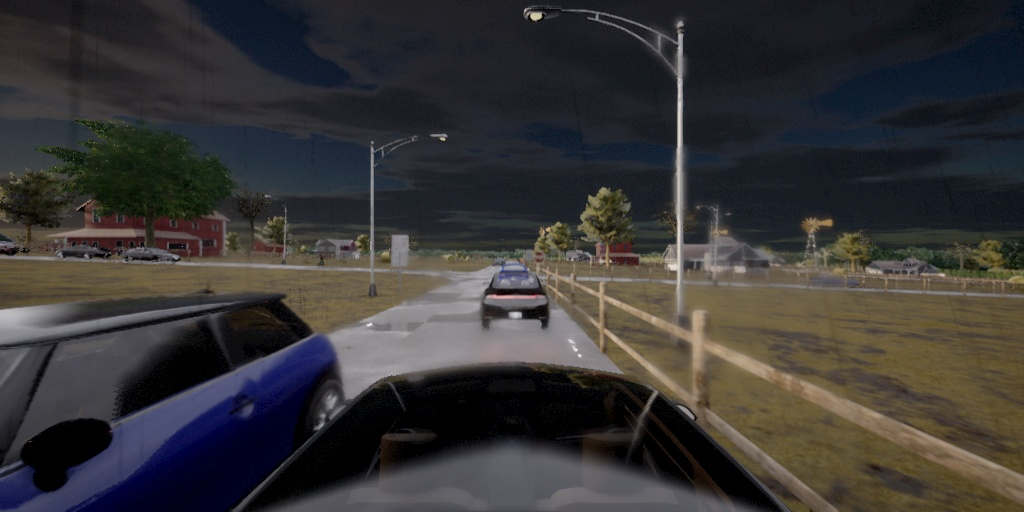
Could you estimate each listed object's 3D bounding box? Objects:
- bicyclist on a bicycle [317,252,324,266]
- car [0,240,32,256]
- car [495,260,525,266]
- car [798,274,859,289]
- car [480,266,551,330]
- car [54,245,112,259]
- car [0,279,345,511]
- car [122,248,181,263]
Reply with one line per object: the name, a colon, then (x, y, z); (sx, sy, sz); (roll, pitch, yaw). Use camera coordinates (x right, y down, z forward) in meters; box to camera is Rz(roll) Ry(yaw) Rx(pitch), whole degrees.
bicyclist on a bicycle: (-22.536, 0.404, 42.209); (0.582, 1.620, 1.656); (2, 0, 0)
car: (-51.743, -0.942, 36.348); (4.181, 1.385, 1.994); (2, 0, 0)
car: (0.150, 1.220, 23.427); (1.882, 1.535, 5.008); (0, 0, 1)
car: (34.509, 2.723, 39.115); (5.357, 1.411, 2.033); (2, 0, 0)
car: (0.101, 1.231, 11.131); (2.128, 1.511, 4.902); (0, 0, 0)
car: (-46.727, -0.429, 39.140); (4.892, 1.490, 1.837); (2, 0, 1)
car: (-2.850, 1.101, 1.953); (2.097, 1.767, 4.553); (0, 0, 0)
car: (-36.349, -0.077, 36.244); (4.902, 1.511, 2.128); (2, 0, 0)
